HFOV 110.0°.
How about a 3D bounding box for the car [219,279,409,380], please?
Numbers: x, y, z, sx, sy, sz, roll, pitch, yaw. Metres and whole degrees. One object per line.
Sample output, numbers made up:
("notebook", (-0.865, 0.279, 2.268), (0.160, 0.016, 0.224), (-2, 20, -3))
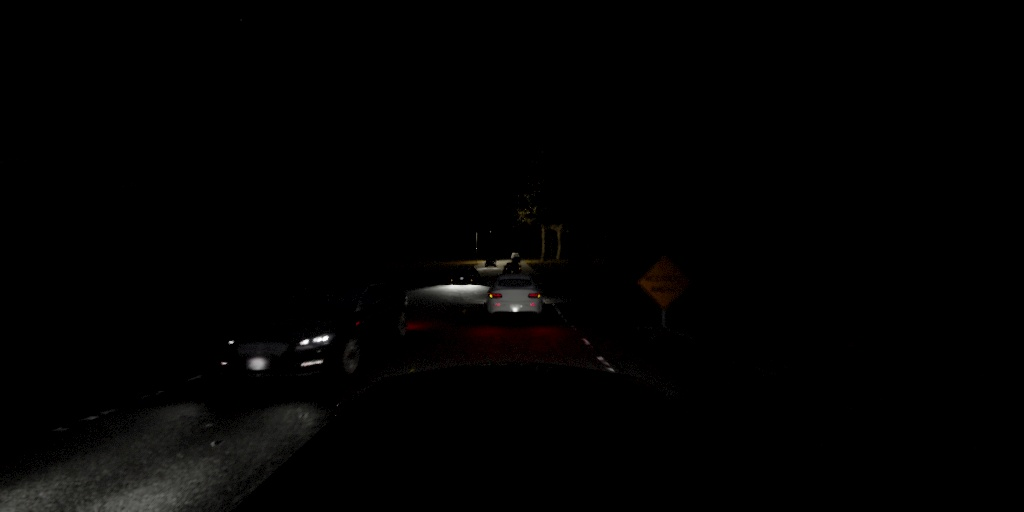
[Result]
("car", (-3.602, 1.278, 7.537), (2.128, 1.511, 4.902), (0, 0, 0))

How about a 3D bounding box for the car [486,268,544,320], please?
("car", (0.091, 1.329, 12.874), (1.812, 1.442, 4.674), (0, 0, 0))

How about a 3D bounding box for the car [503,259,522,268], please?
("car", (0.051, 1.367, 37.757), (1.812, 1.442, 4.674), (0, 0, 0))

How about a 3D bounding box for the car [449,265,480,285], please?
("car", (-3.557, 1.400, 27.438), (1.994, 1.385, 4.181), (0, 0, 1))

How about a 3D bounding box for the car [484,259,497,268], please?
("car", (-3.608, 1.198, 61.082), (1.837, 1.490, 4.892), (0, 1, 1))

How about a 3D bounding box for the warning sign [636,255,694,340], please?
("warning sign", (3.547, 0.900, 8.408), (1.300, 1.860, 1.060), (0, 0, 0))
